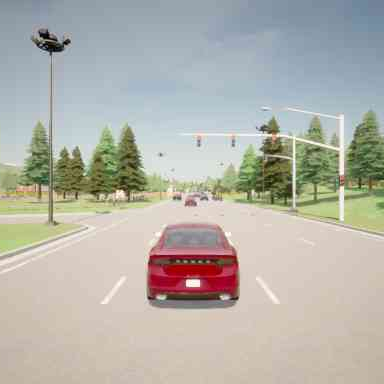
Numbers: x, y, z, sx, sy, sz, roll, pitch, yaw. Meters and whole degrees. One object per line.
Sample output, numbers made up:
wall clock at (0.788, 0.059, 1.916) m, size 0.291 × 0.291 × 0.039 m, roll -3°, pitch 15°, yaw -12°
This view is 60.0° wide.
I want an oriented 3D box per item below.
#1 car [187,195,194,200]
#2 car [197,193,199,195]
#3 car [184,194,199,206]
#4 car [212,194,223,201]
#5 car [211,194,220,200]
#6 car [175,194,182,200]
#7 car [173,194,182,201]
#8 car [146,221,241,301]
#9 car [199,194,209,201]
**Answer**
car at (-0.355, 1.427, 94.083) m, size 1.895 × 1.301 × 4.718 m, roll 0°, pitch 0°, yaw 0°
car at (3.145, 1.357, 94.066) m, size 2.128 × 1.511 × 4.902 m, roll 0°, pitch 0°, yaw 0°
car at (-0.199, 1.525, 53.020) m, size 1.812 × 1.442 × 4.674 m, roll 0°, pitch 0°, yaw 0°
car at (6.684, 1.516, 83.660) m, size 2.128 × 1.511 × 4.902 m, roll 0°, pitch 0°, yaw 0°
car at (6.645, 1.372, 94.080) m, size 2.033 × 1.411 × 5.357 m, roll 0°, pitch 0°, yaw 0°
car at (-3.855, 1.310, 94.040) m, size 1.882 × 1.535 × 5.008 m, roll 0°, pitch 0°, yaw 0°
car at (-3.816, 1.469, 83.620) m, size 1.882 × 1.535 × 5.008 m, roll 0°, pitch 0°, yaw 0°
car at (0.031, 1.478, 8.418) m, size 1.882 × 1.535 × 5.008 m, roll 0°, pitch 0°, yaw 0°
car at (3.183, 1.516, 84.063) m, size 1.812 × 1.442 × 4.674 m, roll 0°, pitch 0°, yaw 0°
